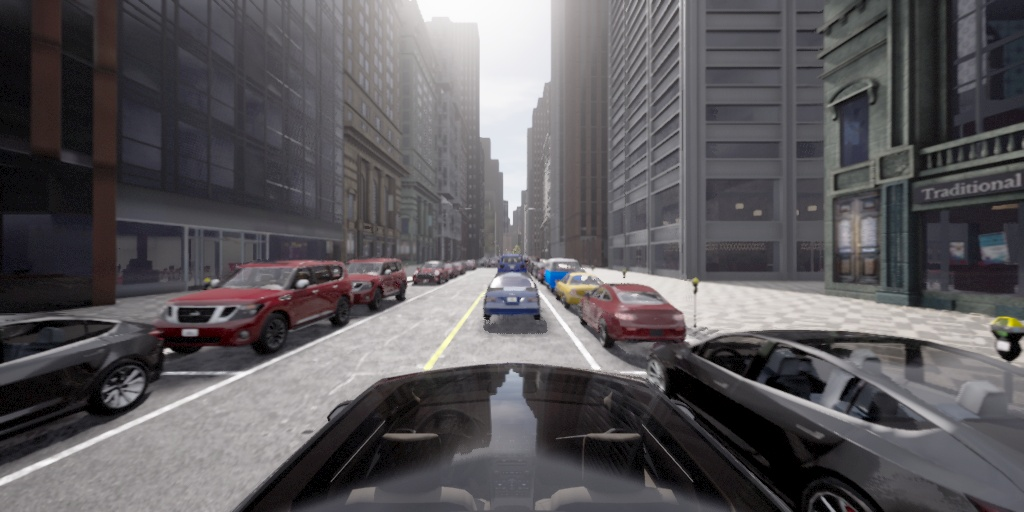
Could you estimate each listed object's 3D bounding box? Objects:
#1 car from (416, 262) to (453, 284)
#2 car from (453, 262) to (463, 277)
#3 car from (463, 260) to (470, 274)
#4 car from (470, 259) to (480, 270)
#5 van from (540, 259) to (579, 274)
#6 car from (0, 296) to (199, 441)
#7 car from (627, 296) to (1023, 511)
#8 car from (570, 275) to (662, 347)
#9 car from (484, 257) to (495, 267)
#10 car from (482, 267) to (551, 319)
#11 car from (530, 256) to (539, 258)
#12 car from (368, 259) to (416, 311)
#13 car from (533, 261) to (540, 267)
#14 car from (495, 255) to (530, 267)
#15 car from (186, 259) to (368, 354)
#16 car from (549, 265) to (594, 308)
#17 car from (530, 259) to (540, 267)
[{"bbox_3d":[-5.766,1.134,25.838,1.967,1.591,4.097,0,0,0],"label":"car"},{"bbox_3d":[-5.767,1.265,31.474,1.802,1.307,4.207,0,0,0],"label":"car"},{"bbox_3d":[-5.768,1.255,37.110,1.802,1.307,4.207,0,0,0],"label":"car"},{"bbox_3d":[-5.769,1.237,48.383,1.802,1.307,4.207,0,0,0],"label":"car"},{"bbox_3d":[2.760,1.046,20.207,1.690,1.789,3.998,0,0,0],"label":"van"},{"bbox_3d":[-5.763,1.312,3.294,1.948,1.339,4.313,0,0,0],"label":"car"},{"bbox_3d":[2.762,1.312,3.298,1.948,1.339,4.313,0,0,0],"label":"car"},{"bbox_3d":[2.761,1.314,8.934,1.802,1.307,4.207,0,0,0],"label":"car"},{"bbox_3d":[-3.064,1.199,60.098,1.994,1.385,4.181,0,0,1],"label":"car"},{"bbox_3d":[0.023,1.271,12.632,2.033,1.411,5.357,0,0,1],"label":"car"},{"bbox_3d":[2.756,0.969,48.390,2.192,1.841,5.009,0,0,0],"label":"car"},{"bbox_3d":[-5.765,1.033,14.567,2.192,1.841,5.009,0,0,0],"label":"car"},{"bbox_3d":[2.759,1.276,25.843,1.802,1.307,4.207,0,0,0],"label":"car"},{"bbox_3d":[0.031,0.912,28.614,2.150,2.045,5.566,0,0,0],"label":"car"},{"bbox_3d":[-5.764,1.047,8.930,2.192,1.841,5.009,0,0,0],"label":"car"},{"bbox_3d":[2.760,1.244,14.741,1.751,1.417,4.829,0,0,0],"label":"car"},{"bbox_3d":[2.758,1.233,31.481,2.007,1.370,4.403,0,0,0],"label":"car"}]
